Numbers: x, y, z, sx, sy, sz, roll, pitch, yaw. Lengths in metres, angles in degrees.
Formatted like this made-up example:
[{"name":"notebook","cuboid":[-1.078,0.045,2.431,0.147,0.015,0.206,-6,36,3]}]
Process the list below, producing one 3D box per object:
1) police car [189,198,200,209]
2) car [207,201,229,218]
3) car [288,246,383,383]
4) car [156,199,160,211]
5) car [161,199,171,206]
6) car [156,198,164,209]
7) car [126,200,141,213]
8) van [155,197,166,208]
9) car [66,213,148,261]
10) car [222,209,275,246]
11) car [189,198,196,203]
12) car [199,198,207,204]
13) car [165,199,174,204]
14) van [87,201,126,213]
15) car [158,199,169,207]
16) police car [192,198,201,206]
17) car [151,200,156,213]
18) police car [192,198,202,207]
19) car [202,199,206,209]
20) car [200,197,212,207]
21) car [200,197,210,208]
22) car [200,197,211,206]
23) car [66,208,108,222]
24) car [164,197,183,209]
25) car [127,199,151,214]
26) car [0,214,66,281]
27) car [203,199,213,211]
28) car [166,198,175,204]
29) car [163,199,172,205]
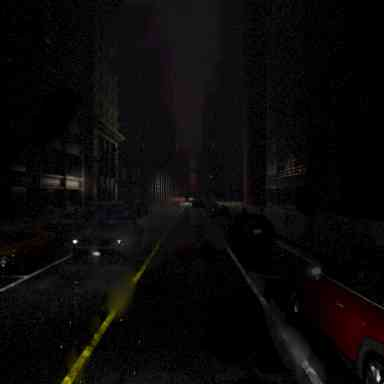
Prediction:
[{"name":"police car","cuboid":[0.943,1.957,56.840,1.930,1.638,5.238,0,-1,0]},{"name":"car","cuboid":[2.785,1.887,32.929,1.802,1.307,4.206,0,-1,0]},{"name":"car","cuboid":[2.763,1.484,4.750,1.967,1.590,4.097,0,-1,0]},{"name":"car","cuboid":[-5.732,1.975,44.203,1.947,1.339,4.313,0,-1,0]},{"name":"car","cuboid":[-5.711,2.268,72.385,1.802,1.307,4.206,0,-1,0]},{"name":"car","cuboid":[-5.728,2.013,49.839,2.008,1.369,4.403,0,-1,0]},{"name":"car","cuboid":[-5.745,1.691,27.294,1.967,1.590,4.097,0,-1,0]},{"name":"van","cuboid":[-5.720,1.914,61.114,1.690,1.788,3.998,0,-1,0]},{"name":"car","cuboid":[-3.091,1.719,13.000,1.895,1.301,4.718,0,-1,0]},{"name":"car","cuboid":[2.772,1.713,16.021,1.947,1.339,4.313,0,-1,0]},{"name":"car","cuboid":[0.069,2.291,91.134,1.895,1.301,4.718,0,-1,0]},{"name":"car","cuboid":[2.826,2.303,89.290,1.967,1.590,4.097,0,-1,0]},{"name":"car","cuboid":[-5.703,2.368,83.657,1.947,1.339,4.313,0,-1,0]},{"name":"van","cuboid":[-5.750,1.539,21.659,1.690,1.788,3.998,0,-1,0]},{"name":"car","cuboid":[-5.715,2.152,66.579,1.752,1.417,4.829,0,-1,0]},{"name":"police car","cuboid":[0.923,2.117,72.839,1.930,1.638,5.238,0,-1,0]},{"name":"car","cuboid":[-5.736,1.922,38.567,1.947,1.339,4.313,0,-1,0]},{"name":"police car","cuboid":[0.919,2.056,66.840,1.930,1.638,5.238,0,-1,0]},{"name":"car","cuboid":[2.797,2.046,49.838,1.802,1.307,4.206,0,-1,0]},{"name":"car","cuboid":[2.809,1.945,66.747,2.192,1.841,5.009,0,-1,0]},{"name":"car","cuboid":[2.801,1.959,55.475,1.967,1.590,4.097,0,-1,0]},{"name":"car","cuboid":[2.813,2.002,72.383,2.192,1.841,5.009,0,-1,0]},{"name":"car","cuboid":[-5.753,1.696,16.021,2.008,1.369,4.403,0,-1,0]},{"name":"car","cuboid":[-3.030,1.997,54.261,2.128,1.511,4.902,0,-1,0]},{"name":"car","cuboid":[-5.741,1.618,32.932,2.192,1.841,5.009,0,-1,0]},{"name":"car","cuboid":[-5.758,1.618,10.215,1.752,1.417,4.829,0,-1,0]},{"name":"car","cuboid":[2.793,1.992,44.202,1.802,1.307,4.206,0,-1,0]},{"name":"car","cuboid":[-5.698,2.412,89.294,2.008,1.369,4.403,0,-1,0]},{"name":"car","cuboid":[-5.707,2.310,78.021,1.947,1.339,4.313,0,-1,0]}]
